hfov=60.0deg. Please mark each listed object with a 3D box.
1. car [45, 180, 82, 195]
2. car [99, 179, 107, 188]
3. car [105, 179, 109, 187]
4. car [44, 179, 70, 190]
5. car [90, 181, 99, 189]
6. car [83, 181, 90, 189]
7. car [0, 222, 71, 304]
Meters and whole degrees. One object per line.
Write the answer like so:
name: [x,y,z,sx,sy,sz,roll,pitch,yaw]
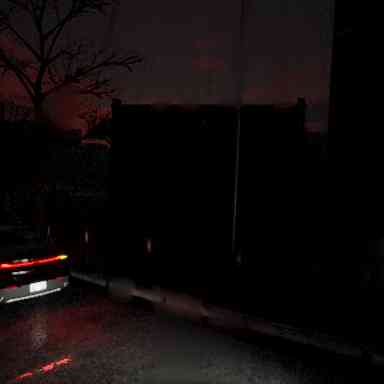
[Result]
car: [-19.131,-0.634,48.925,2.150,2.045,5.566,3,2,15]
car: [-22.886,-1.662,76.135,4.892,1.521,2.231,3,3,20]
car: [-20.969,-2.069,81.296,5.566,2.045,2.435,3,3,20]
car: [-26.700,-1.507,65.778,4.553,1.767,2.185,3,2,20]
car: [-23.810,-1.714,73.530,4.553,1.767,2.185,3,3,20]
car: [-24.807,-1.480,70.964,4.674,1.452,2.002,3,3,20]
car: [-4.660,1.432,7.514,4.892,1.490,1.837,1,0,39]
